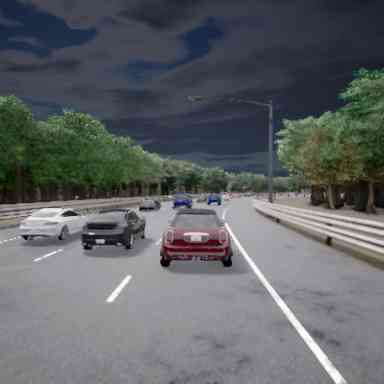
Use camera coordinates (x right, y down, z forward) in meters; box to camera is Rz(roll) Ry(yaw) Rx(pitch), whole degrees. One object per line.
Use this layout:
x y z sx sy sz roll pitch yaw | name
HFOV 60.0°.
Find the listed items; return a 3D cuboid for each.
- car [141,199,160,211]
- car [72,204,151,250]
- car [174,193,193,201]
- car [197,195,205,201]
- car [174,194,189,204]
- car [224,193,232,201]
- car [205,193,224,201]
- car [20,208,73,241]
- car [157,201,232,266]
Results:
-5.039 1.547 40.558 1.994 1.385 4.181 1 0 5 | car
-3.176 1.498 14.268 1.837 1.490 4.892 0 0 2 | car
-1.135 1.216 45.175 2.150 2.045 5.566 0 0 6 | car
2.338 1.487 71.482 2.128 1.511 4.902 0 0 9 | car
-2.048 1.328 65.468 2.097 1.767 4.553 1 0 9 | car
8.296 1.171 84.850 2.150 2.045 5.566 0 0 11 | car
4.122 1.222 59.746 2.150 2.045 5.566 0 0 8 | car
-6.614 1.512 16.421 1.812 1.442 4.674 0 0 2 | car
0.179 1.352 11.678 2.097 1.767 4.553 0 0 2 | car
